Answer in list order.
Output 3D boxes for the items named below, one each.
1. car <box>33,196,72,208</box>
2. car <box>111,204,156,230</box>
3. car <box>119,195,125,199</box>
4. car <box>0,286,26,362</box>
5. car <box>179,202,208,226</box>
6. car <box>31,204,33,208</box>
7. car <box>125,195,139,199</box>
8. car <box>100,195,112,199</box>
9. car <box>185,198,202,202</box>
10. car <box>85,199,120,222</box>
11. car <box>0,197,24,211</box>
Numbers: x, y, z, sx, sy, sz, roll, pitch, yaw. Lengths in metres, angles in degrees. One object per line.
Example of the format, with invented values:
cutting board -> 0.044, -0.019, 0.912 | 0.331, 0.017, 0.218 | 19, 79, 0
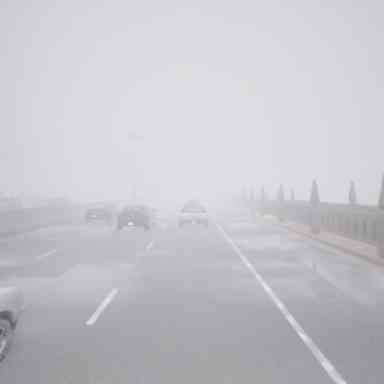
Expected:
car -> -14.076, 1.355, 34.417 | 2.097, 1.767, 4.553 | 0, 0, 0
car -> -3.408, 1.506, 20.844 | 1.837, 1.490, 4.892 | 0, 0, 0
car -> -16.395, 1.520, 80.676 | 2.128, 1.511, 4.902 | 0, 0, 2
car -> -3.401, 1.601, 2.832 | 1.895, 1.301, 4.718 | 0, 0, 0
car -> 0.093, 1.602, 23.009 | 1.895, 1.301, 4.718 | 0, 0, 0
car -> -17.535, 1.507, 40.100 | 1.837, 1.490, 4.892 | 0, 0, 1
car -> -13.055, 1.504, 75.031 | 1.837, 1.490, 4.892 | 0, 0, 2
car -> -19.988, 1.502, 77.462 | 1.837, 1.490, 4.892 | 0, 0, 2
car -> 0.167, 1.507, 41.501 | 1.837, 1.490, 4.892 | 0, 0, 1
car -> -6.907, 1.527, 25.824 | 1.812, 1.442, 4.674 | 0, 0, 0
car -> -21.052, 1.355, 37.583 | 2.097, 1.767, 4.553 | 0, 0, 1
